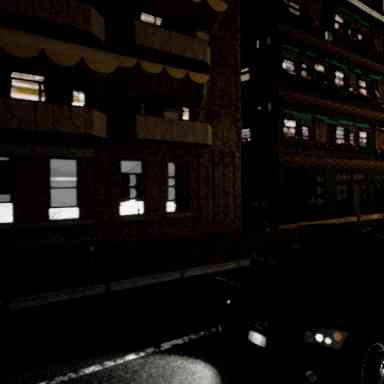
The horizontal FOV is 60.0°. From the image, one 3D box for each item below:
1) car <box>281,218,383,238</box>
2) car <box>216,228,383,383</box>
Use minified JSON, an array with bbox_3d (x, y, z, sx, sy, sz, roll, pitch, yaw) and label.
[{"bbox_3d":[3.452,1.527,8.996,4.206,1.307,1.802,0,0,-36],"label":"car"},{"bbox_3d":[2.388,1.531,5.079,4.181,1.385,1.994,0,0,-36],"label":"car"}]
